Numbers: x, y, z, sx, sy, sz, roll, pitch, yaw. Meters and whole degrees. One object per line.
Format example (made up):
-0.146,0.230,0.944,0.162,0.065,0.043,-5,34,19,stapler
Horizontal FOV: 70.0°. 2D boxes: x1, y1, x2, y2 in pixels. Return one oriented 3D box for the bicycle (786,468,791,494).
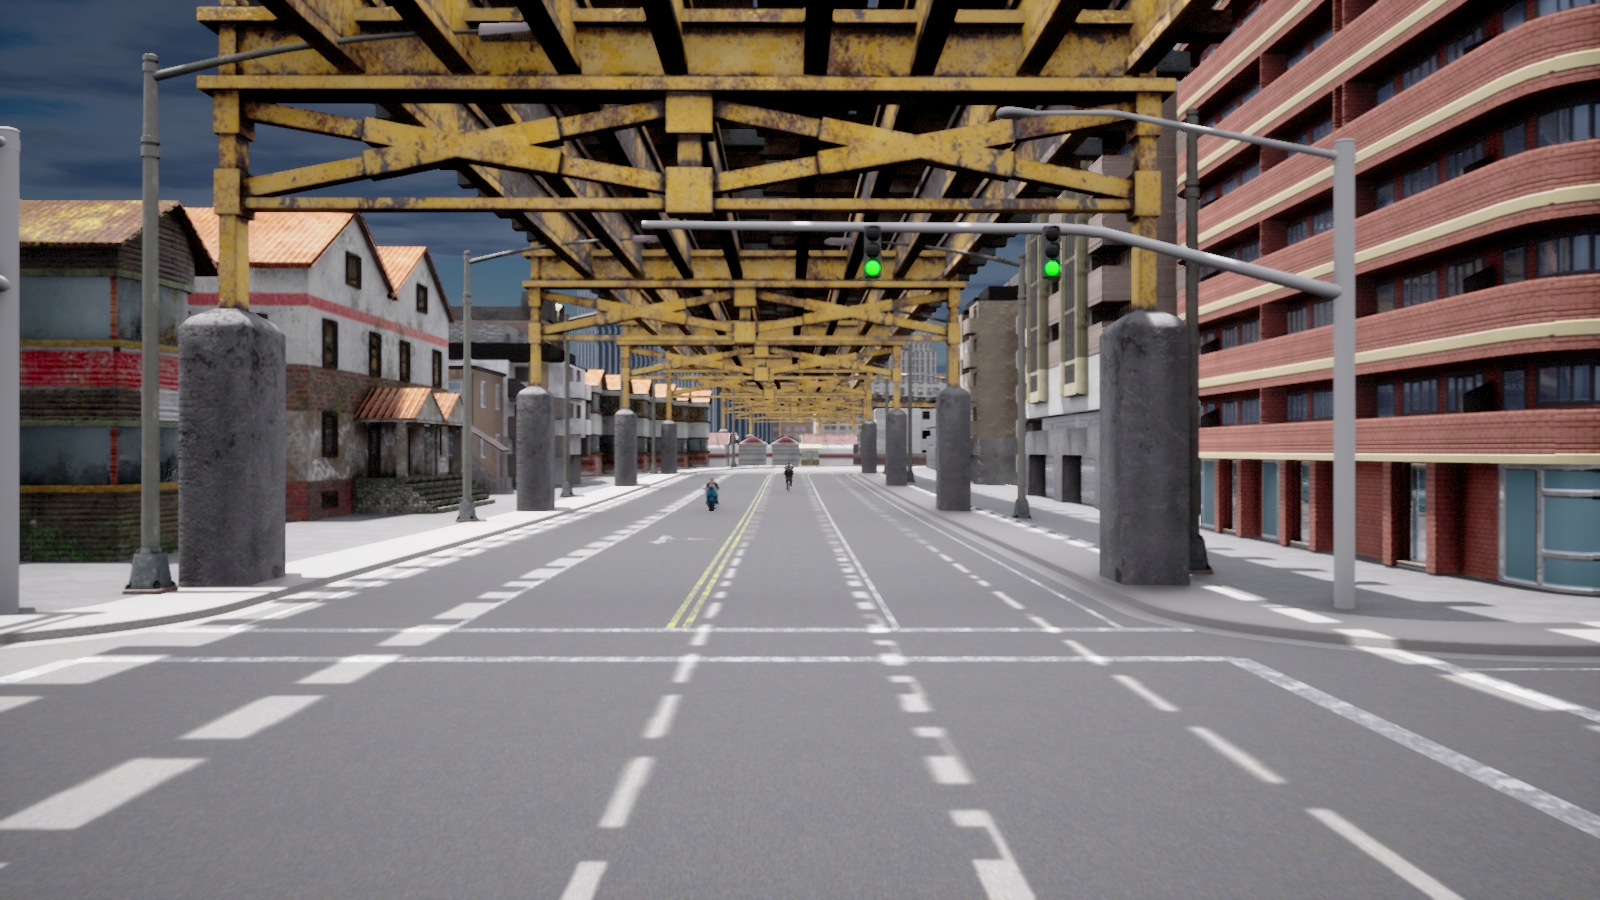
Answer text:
-0.696,1.897,70.321,0.329,1.496,1.835,0,1,-1,bicycle
